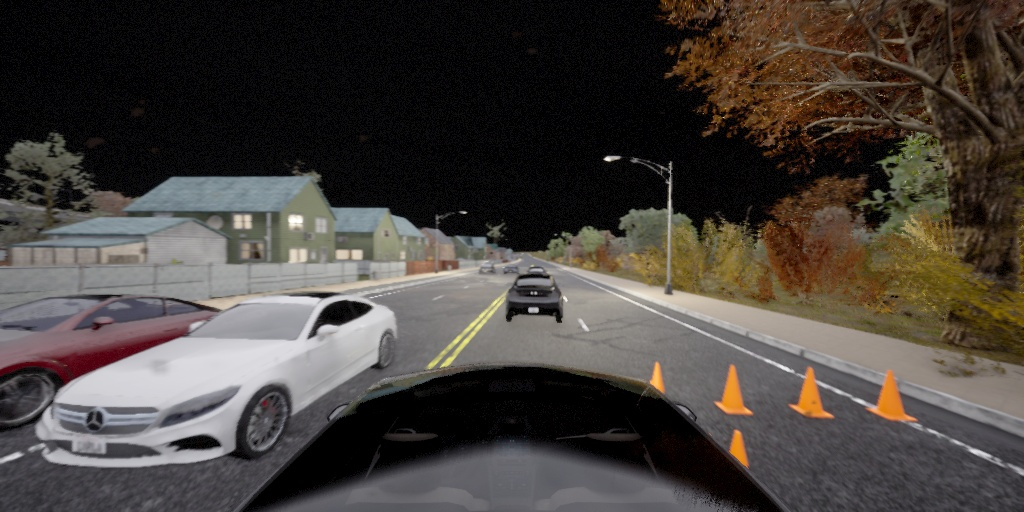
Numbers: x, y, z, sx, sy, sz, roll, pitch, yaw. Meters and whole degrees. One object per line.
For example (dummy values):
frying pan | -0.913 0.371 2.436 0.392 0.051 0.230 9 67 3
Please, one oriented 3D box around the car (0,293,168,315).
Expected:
car | -6.448 1.275 5.382 1.994 1.385 4.181 1 -1 4

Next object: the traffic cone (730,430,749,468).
traffic cone | 1.860 1.743 2.957 0.340 0.580 0.340 0 0 4

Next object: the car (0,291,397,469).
car | -3.204 1.276 5.187 1.812 1.442 4.674 1 -1 4

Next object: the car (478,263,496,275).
car | -3.311 1.741 48.755 1.812 1.442 4.674 1 -1 4

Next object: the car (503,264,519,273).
car | -0.062 1.819 48.620 1.994 1.385 4.181 1 -1 4

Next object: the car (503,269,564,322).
car | 0.822 1.395 13.062 1.837 1.490 4.892 1 -1 4

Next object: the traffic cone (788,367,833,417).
traffic cone | 3.997 1.792 4.808 0.340 0.580 0.340 0 0 4

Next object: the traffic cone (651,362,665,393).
traffic cone | 2.003 1.768 4.951 0.340 0.580 0.340 0 0 4

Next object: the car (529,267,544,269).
car | 2.090 1.626 30.859 1.812 1.442 4.674 1 -1 4

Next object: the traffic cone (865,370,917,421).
traffic cone | 4.994 1.804 4.735 0.340 0.580 0.340 0 0 4

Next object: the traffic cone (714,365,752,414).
traffic cone | 3.000 1.780 4.880 0.340 0.580 0.340 0 0 4
